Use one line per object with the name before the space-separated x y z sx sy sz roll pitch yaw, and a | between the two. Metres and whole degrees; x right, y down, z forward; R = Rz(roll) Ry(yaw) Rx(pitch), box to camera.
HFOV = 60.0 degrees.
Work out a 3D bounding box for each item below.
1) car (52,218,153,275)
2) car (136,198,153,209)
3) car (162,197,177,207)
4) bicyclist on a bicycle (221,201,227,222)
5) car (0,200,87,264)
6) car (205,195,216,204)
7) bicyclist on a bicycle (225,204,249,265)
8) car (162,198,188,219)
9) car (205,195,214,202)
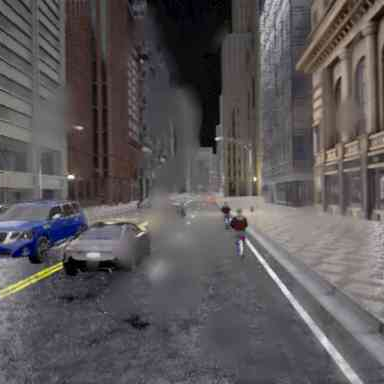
car | -2.503 1.648 10.811 1.994 1.385 4.181 -1 0 3
car | -7.122 1.690 50.356 1.837 1.490 4.892 -1 0 3
car | -3.656 1.645 54.208 1.812 1.442 4.674 -1 0 3
bicyclist on a bicycle | 2.014 1.393 19.871 0.659 1.776 1.843 -1 0 3
car | -5.859 1.371 12.766 2.150 2.045 5.566 -1 0 3
car | 3.526 1.323 64.424 2.097 1.767 4.553 -1 0 3
bicyclist on a bicycle | 1.548 1.383 10.889 0.659 1.776 1.843 -1 0 3
car | -1.503 1.596 30.050 1.837 1.490 4.892 -1 0 3
car | 4.208 1.433 79.308 2.128 1.511 4.902 -1 0 3
